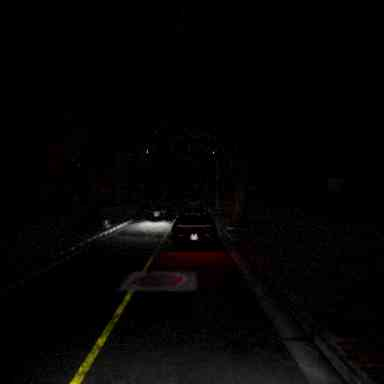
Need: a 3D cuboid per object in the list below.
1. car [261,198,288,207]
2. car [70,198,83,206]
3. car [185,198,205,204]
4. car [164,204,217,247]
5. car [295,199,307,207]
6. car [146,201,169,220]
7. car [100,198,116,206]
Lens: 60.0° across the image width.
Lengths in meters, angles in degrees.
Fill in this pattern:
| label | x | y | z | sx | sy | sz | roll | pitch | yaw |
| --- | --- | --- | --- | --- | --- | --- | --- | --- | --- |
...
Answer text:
| label | x | y | z | sx | sy | sz | roll | pitch | yaw |
| --- | --- | --- | --- | --- | --- | --- | --- | --- | --- |
| car | 13.959 | 1.763 | 56.147 | 4.403 | 1.369 | 2.008 | 0 | 0 | 0 |
| car | -20.920 | 1.633 | 55.943 | 4.829 | 1.417 | 1.752 | 0 | 0 | 0 |
| car | 0.095 | 1.546 | 31.602 | 1.882 | 1.535 | 5.008 | 0 | 0 | 0 |
| car | 0.091 | 1.526 | 15.132 | 2.128 | 1.511 | 4.902 | 0 | 0 | 0 |
| car | 19.634 | 1.801 | 56.180 | 4.313 | 1.339 | 1.947 | 0 | 0 | 0 |
| car | -2.843 | 1.554 | 28.945 | 2.128 | 1.511 | 4.902 | 0 | 0 | 0 |
| car | -15.071 | 1.665 | 55.977 | 4.507 | 1.381 | 1.887 | 0 | 0 | 0 |
